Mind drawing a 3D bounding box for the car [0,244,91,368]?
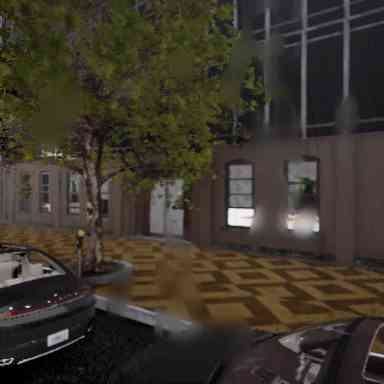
[{"bbox_3d":[-3.394,1.506,5.284,4.403,1.369,2.008,1,0,35],"label":"car"}]

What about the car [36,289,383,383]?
[{"bbox_3d":[1.247,1.550,1.989,4.403,1.369,2.008,1,0,35],"label":"car"}]
